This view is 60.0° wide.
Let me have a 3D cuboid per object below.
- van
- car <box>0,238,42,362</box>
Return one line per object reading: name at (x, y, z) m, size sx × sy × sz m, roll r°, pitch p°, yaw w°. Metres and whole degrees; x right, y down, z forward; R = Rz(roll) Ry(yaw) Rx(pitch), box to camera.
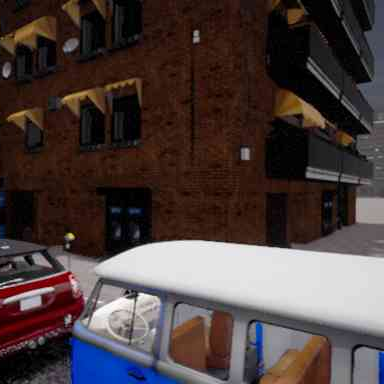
van at (0.811, 1.346, 2.273) m, size 3.998 × 1.788 × 1.690 m, roll -1°, pitch 1°, yaw 36°
car at (-3.685, 1.496, 5.480) m, size 4.097 × 1.590 × 1.967 m, roll -1°, pitch 1°, yaw 36°
